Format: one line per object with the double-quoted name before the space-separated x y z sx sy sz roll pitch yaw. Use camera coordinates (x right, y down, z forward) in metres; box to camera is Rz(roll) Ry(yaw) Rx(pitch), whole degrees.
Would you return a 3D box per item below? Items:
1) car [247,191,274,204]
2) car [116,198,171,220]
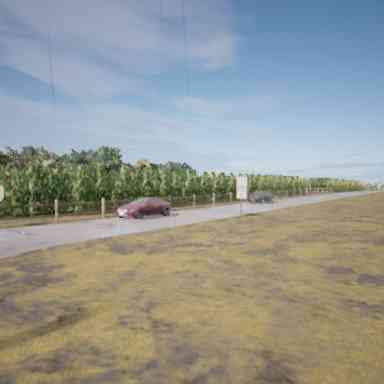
"car" 8.453 0.684 40.730 1.837 1.490 4.892 1 2 36
"car" -3.384 1.149 24.217 1.812 1.442 4.674 1 2 35
